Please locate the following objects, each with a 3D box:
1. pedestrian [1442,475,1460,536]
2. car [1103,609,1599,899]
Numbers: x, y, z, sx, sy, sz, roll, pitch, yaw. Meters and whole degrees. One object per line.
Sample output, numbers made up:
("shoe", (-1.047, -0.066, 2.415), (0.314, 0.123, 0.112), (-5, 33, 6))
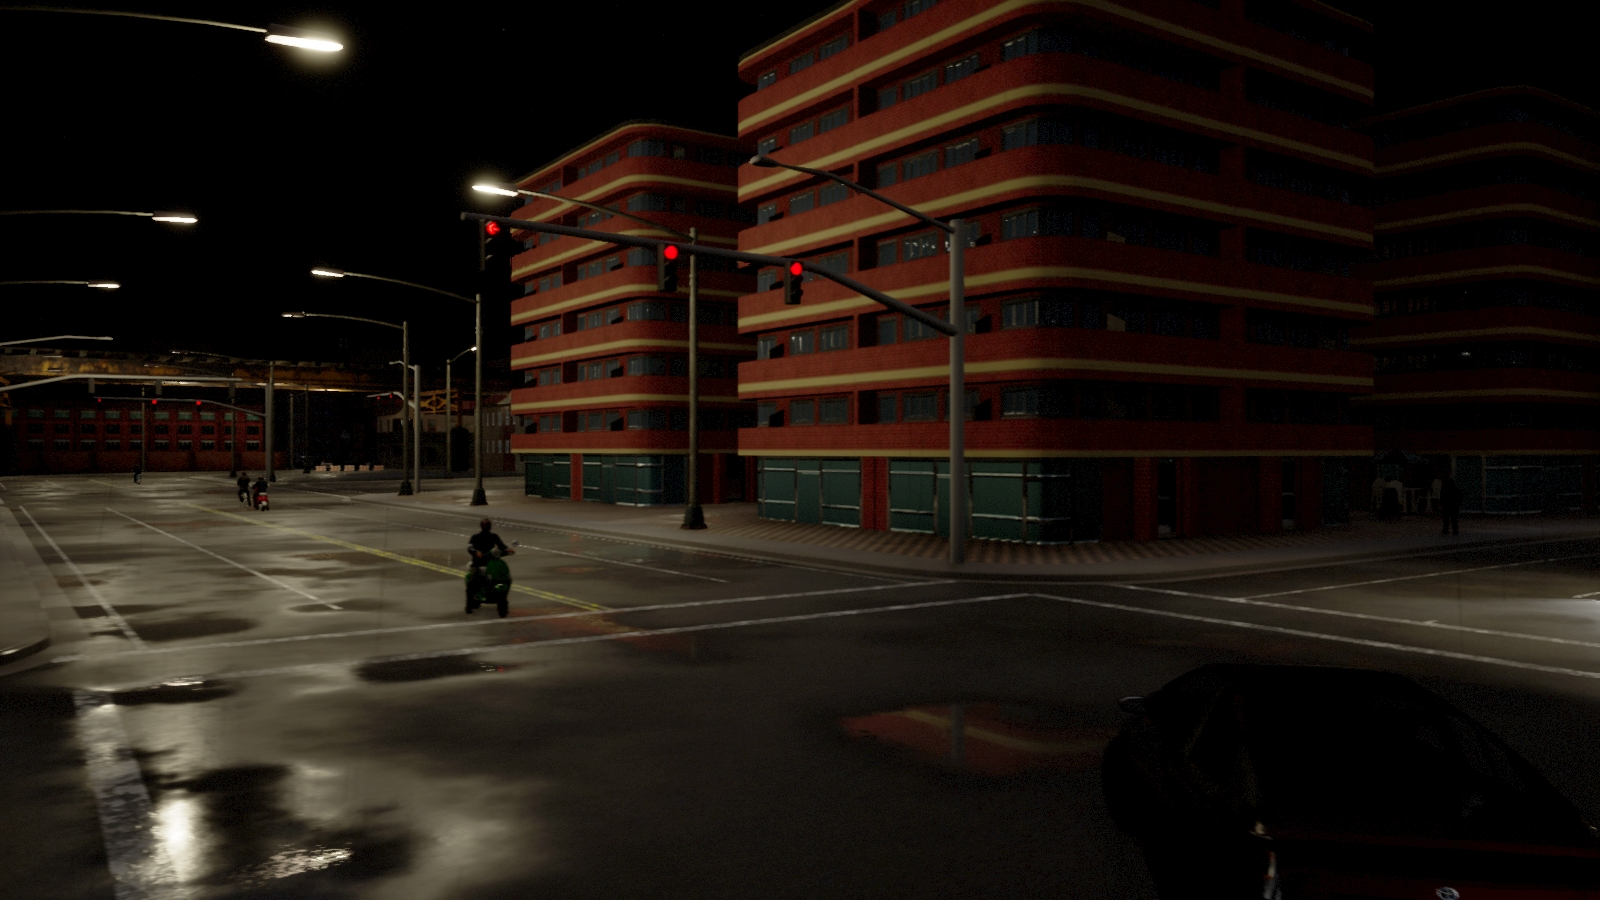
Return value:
("pedestrian", (19.947, 1.697, 35.019), (0.375, 1.860, 0.375), (0, 0, -40))
("car", (3.020, 2.040, 6.770), (2.007, 1.525, 4.514), (0, 0, 10))
